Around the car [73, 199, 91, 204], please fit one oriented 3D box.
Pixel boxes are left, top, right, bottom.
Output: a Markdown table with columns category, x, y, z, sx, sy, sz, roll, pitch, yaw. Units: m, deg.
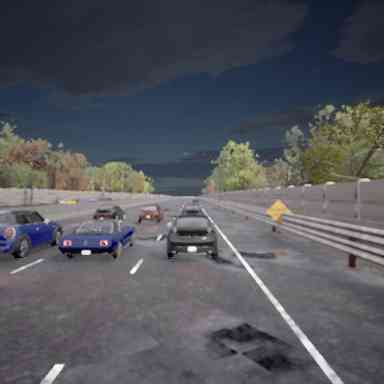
| category | x | y | z | sx | sy | sz | roll | pitch | yaw |
| --- | --- | --- | --- | --- | --- | --- | --- | --- | --- |
| car | -20.997 | 2.182 | 65.311 | 1.882 | 1.535 | 5.008 | 0 | 0 | 0 |

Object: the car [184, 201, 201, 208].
| category | x | y | z | sx | sy | sz | roll | pitch | yaw |
| --- | --- | --- | --- | --- | --- | --- | --- | --- | --- |
| car | 0.023 | 1.815 | 28.479 | 1.837 | 1.490 | 4.892 | 0 | 0 | 0 |

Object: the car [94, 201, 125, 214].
| category | x | y | z | sx | sy | sz | roll | pitch | yaw |
| --- | --- | --- | --- | --- | --- | --- | --- | --- | --- |
| car | -6.977 | 1.815 | 28.492 | 1.837 | 1.490 | 4.892 | 0 | 0 | 0 |

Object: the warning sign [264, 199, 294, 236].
| category | x | y | z | sx | sy | sz | roll | pitch | yaw |
| --- | --- | --- | --- | --- | --- | --- | --- | --- | --- |
| warning sign | 4.542 | 1.305 | 17.450 | 1.300 | 1.860 | 1.060 | -1 | -1 | 0 |

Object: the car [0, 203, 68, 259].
| category | x | y | z | sx | sy | sz | roll | pitch | yaw |
| --- | --- | --- | --- | --- | --- | --- | --- | --- | --- |
| car | -6.978 | 1.497 | 13.419 | 2.097 | 1.767 | 4.553 | 0 | -1 | 0 |

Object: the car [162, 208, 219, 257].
| category | x | y | z | sx | sy | sz | roll | pitch | yaw |
| --- | --- | --- | --- | --- | --- | --- | --- | --- | --- |
| car | 0.022 | 1.654 | 13.507 | 1.837 | 1.490 | 4.892 | 0 | 0 | 0 |

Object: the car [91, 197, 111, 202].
| category | x | y | z | sx | sy | sz | roll | pitch | yaw |
| --- | --- | --- | --- | --- | --- | --- | --- | --- | --- |
| car | -17.499 | 1.926 | 65.434 | 2.150 | 2.045 | 5.566 | 0 | 0 | 0 |

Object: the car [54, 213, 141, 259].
| category | x | y | z | sx | sy | sz | roll | pitch | yaw |
| --- | --- | --- | --- | --- | --- | --- | --- | --- | --- |
| car | -3.480 | 1.745 | 13.239 | 1.895 | 1.301 | 4.718 | 0 | -1 | 0 |

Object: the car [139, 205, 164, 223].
| category | x | y | z | sx | sy | sz | roll | pitch | yaw |
| --- | --- | --- | --- | --- | --- | --- | --- | --- | --- |
| car | -3.475 | 1.838 | 28.882 | 1.812 | 1.442 | 4.674 | 0 | 0 | 0 |

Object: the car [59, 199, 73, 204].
| category | x | y | z | sx | sy | sz | roll | pitch | yaw |
| --- | --- | --- | --- | --- | --- | --- | --- | --- | --- |
| car | -24.496 | 2.181 | 65.272 | 1.882 | 1.535 | 5.008 | 0 | -1 | 0 |
